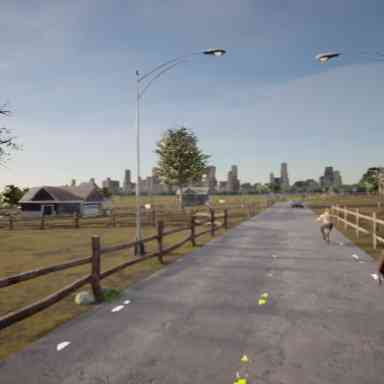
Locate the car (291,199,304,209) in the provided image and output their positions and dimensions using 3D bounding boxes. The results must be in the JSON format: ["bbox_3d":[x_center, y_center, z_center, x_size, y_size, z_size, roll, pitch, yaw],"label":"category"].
[{"bbox_3d":[17.539,2.010,55.379,2.033,1.411,5.357,-1,-1,17],"label":"car"}]

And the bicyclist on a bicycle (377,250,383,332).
[{"bbox_3d":[3.055,1.462,4.890,0.582,1.620,1.656,-1,-1,17],"label":"bicyclist on a bicycle"}]

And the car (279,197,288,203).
[{"bbox_3d":[21.989,1.998,80.109,1.994,1.385,4.181,-1,-1,17],"label":"car"}]

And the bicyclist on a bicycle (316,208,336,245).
[{"bbox_3d":[6.049,1.516,14.933,0.866,1.612,1.509,-1,-1,17],"label":"bicyclist on a bicycle"}]

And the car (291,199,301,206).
[{"bbox_3d":[21.959,2.171,70.435,1.994,1.385,4.181,-1,-1,17],"label":"car"}]
